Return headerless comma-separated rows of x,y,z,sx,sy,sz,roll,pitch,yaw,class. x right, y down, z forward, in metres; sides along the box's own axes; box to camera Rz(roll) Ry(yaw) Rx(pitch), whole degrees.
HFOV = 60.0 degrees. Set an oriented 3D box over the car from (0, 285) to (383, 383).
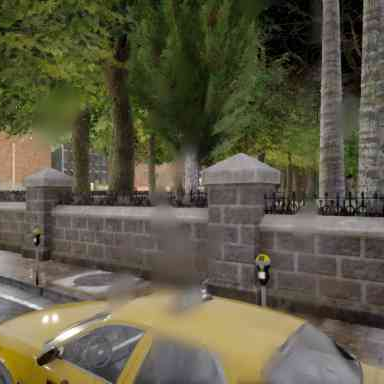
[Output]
-0.221,1.526,2.976,4.829,1.417,1.752,0,-1,35,car
